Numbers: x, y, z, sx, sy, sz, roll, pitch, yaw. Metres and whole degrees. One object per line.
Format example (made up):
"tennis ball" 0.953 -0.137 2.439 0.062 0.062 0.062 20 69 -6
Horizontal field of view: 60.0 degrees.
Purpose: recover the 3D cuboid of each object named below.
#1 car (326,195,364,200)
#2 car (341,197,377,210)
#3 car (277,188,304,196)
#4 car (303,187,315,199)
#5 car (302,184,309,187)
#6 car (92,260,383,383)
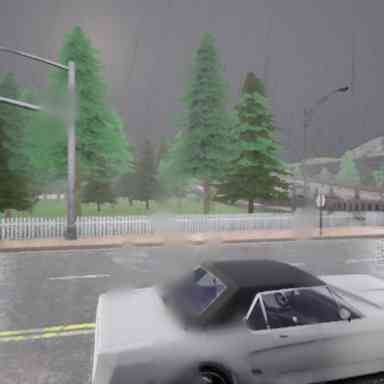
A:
"car" 19.692 1.543 42.903 2.033 1.411 5.357 0 2 -17
"car" 22.630 1.527 45.315 1.994 1.385 4.181 0 2 -16
"car" 16.019 0.765 55.461 1.837 1.490 4.892 0 5 -16
"car" 19.586 0.684 55.713 2.097 1.767 4.553 0 5 -16
"car" 24.798 -1.090 75.646 2.128 1.511 4.902 0 7 -16
"car" 1.190 1.608 4.324 4.718 1.301 1.895 0 0 -15
